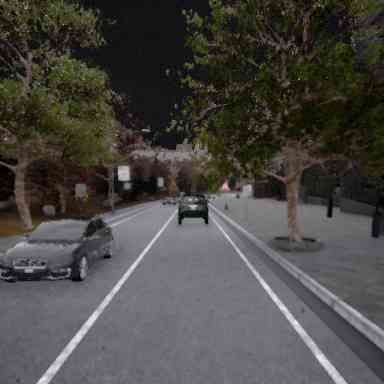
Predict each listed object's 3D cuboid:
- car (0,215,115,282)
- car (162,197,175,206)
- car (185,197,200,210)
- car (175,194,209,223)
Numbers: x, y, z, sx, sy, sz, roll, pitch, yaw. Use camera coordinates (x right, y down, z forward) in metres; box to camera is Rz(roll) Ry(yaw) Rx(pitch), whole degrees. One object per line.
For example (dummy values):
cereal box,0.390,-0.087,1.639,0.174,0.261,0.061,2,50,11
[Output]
car,-3.601,1.487,9.775,1.837,1.490,4.892,0,0,0
car,-3.540,1.469,52.383,1.994,1.385,4.181,0,0,1
car,0.109,1.448,43.079,1.812,1.442,4.674,0,0,0
car,0.096,1.176,25.015,2.150,2.045,5.566,0,0,0
